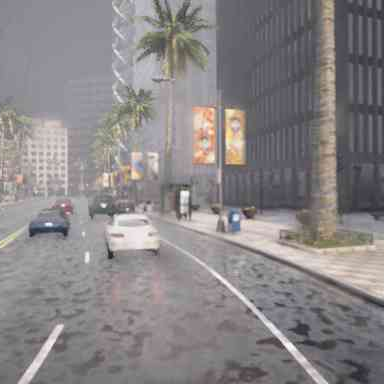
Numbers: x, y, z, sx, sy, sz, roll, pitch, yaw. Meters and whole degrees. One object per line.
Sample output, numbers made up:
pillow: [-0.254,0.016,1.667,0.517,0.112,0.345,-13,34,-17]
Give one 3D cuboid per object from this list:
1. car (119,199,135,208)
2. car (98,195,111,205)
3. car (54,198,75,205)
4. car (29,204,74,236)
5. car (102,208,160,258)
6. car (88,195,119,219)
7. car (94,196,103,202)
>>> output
car: [-7.775,1.594,38.211,2.231,1.521,4.892,0,0,-19]
car: [-17.454,1.574,65.946,2.185,1.767,4.553,0,0,-19]
car: [-14.039,1.502,36.464,2.097,1.767,4.553,0,0,-19]
car: [-8.056,1.647,19.115,1.994,1.385,4.181,0,0,-18]
car: [-2.430,1.563,13.014,1.812,1.442,4.674,0,0,-16]
car: [-8.411,1.326,30.964,2.150,2.045,5.566,0,0,-19]
car: [-24.394,1.812,86.749,2.161,1.482,4.786,0,0,-19]
